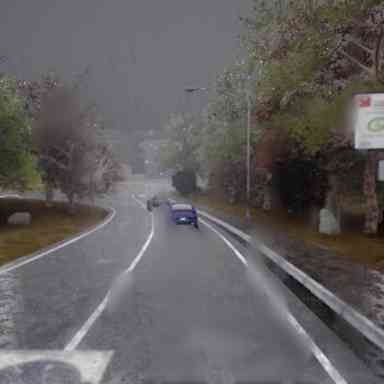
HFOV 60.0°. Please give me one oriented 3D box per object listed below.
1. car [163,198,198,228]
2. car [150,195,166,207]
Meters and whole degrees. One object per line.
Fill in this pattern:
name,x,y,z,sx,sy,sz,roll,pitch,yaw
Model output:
car,-0.755,1.430,22.003,1.882,1.535,5.008,0,0,-5
car,-3.956,1.023,40.368,1.994,1.385,4.181,-1,3,-14
